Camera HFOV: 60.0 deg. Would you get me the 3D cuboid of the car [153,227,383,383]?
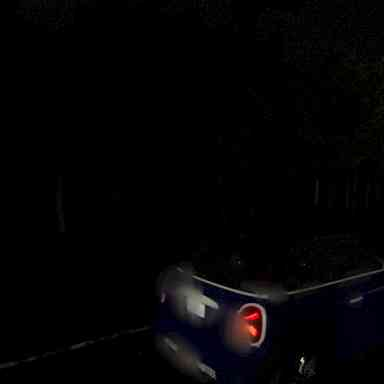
[{"bbox_3d":[1.780,1.321,5.013,4.553,1.767,2.097,-1,0,-36],"label":"car"}]
